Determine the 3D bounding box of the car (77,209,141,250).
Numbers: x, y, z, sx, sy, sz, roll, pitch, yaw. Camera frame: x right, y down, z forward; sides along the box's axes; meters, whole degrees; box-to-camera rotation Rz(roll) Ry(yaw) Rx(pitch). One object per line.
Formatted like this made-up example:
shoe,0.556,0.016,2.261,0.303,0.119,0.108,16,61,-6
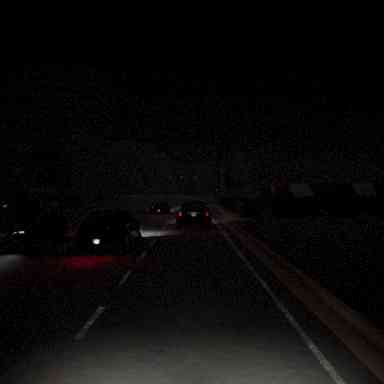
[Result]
car,-3.400,1.506,14.272,1.837,1.490,4.892,0,0,0

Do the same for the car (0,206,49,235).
car,-10.500,1.602,19.860,1.895,1.301,4.718,0,0,0

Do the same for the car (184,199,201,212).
car,0.097,1.603,40.044,1.895,1.301,4.718,0,0,0

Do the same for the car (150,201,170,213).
car,-3.399,1.603,36.272,1.895,1.301,4.718,0,0,0

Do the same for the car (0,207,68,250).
car,-7.031,1.493,14.452,2.128,1.511,4.902,0,0,1

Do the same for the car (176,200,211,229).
car,0.100,1.353,21.520,2.097,1.767,4.553,0,0,0
